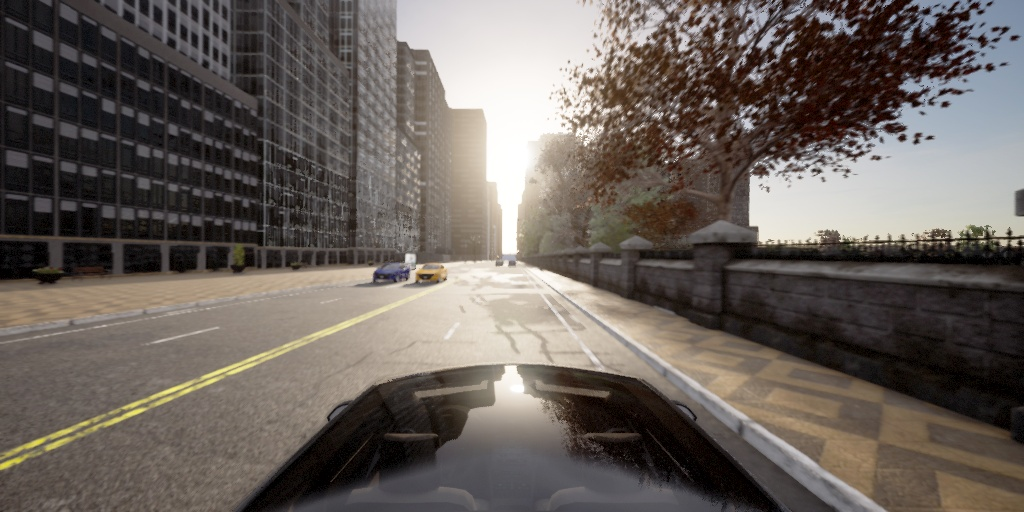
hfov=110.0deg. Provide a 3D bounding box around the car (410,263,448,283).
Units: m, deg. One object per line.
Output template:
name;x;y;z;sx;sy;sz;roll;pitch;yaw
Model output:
car;-6.487;1.337;29.365;1.882;1.535;5.008;0;0;0

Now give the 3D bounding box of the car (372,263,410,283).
car;-9.737;1.311;29.367;1.882;1.535;5.008;0;0;0
